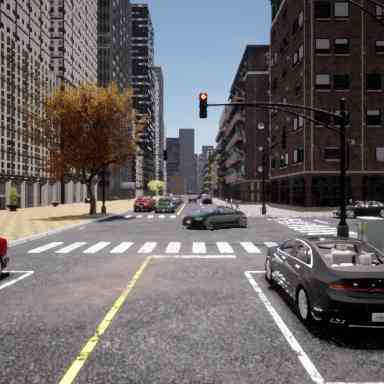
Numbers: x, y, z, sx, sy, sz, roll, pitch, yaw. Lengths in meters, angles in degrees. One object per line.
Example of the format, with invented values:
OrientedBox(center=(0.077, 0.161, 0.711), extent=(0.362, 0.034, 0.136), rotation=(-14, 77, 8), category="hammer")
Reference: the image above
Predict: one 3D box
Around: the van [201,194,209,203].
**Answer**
OrientedBox(center=(2.863, 1.402, 72.448), extent=(1.690, 1.788, 3.998), rotation=(0, 0, 0), category="van")

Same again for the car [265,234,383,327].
OrientedBox(center=(2.705, 1.551, 6.923), extent=(2.008, 1.369, 4.403), rotation=(0, 0, 0), category="car")

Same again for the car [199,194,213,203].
OrientedBox(center=(2.837, 1.611, 61.402), extent=(1.947, 1.339, 4.313), rotation=(0, 0, 0), category="car")

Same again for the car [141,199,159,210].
OrientedBox(center=(-5.584, 1.592, 44.854), extent=(1.947, 1.339, 4.313), rotation=(0, 0, 0), category="car")

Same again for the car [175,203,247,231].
OrientedBox(center=(1.416, 1.573, 20.623), extent=(4.181, 1.385, 1.994), rotation=(0, 0, -35), category="car")

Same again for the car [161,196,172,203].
OrientedBox(center=(-5.517, 1.627, 72.469), extent=(1.947, 1.339, 4.313), rotation=(0, 0, 0), category="car")

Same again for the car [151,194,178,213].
OrientedBox(center=(-2.983, 1.371, 37.013), extent=(2.097, 1.767, 4.553), rotation=(0, 0, -1), category="car")

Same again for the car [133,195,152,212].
OrientedBox(center=(-5.598, 1.336, 39.331), extent=(2.192, 1.841, 5.009), rotation=(0, 0, 0), category="car")

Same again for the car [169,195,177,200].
OrientedBox(center=(-5.464, 1.654, 94.560), extent=(2.008, 1.369, 4.403), rotation=(0, 0, 0), category="car")

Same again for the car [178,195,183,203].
OrientedBox(center=(-2.947, 1.531, 57.380), extent=(2.128, 1.511, 4.902), rotation=(0, 0, 0), category="car")

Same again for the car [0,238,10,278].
OrientedBox(center=(-5.675, 1.545, 6.943), extent=(1.887, 1.381, 4.507), rotation=(0, 0, 0), category="car")

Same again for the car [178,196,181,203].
OrientedBox(center=(-2.984, 1.630, 47.109), extent=(1.895, 1.301, 4.718), rotation=(0, 0, 0), category="car")

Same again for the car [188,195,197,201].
OrientedBox(center=(0.191, 1.462, 79.061), extent=(2.033, 1.411, 5.357), rotation=(0, 0, 0), category="car")

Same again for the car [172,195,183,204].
OrientedBox(center=(-2.863, 1.406, 67.323), extent=(2.097, 1.767, 4.553), rotation=(0, 0, 1), category="car")

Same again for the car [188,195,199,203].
OrientedBox(center=(0.165, 1.546, 68.638), extent=(2.128, 1.511, 4.902), rotation=(0, 0, 0), category="car")

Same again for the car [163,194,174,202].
OrientedBox(center=(-5.504, 1.386, 77.991), extent=(2.192, 1.841, 5.009), rotation=(0, 0, 0), category="car")

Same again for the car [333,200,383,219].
OrientedBox(center=(13.489, 1.350, 26.302), extent=(4.403, 1.369, 2.008), rotation=(-1, 1, 0), category="car")
